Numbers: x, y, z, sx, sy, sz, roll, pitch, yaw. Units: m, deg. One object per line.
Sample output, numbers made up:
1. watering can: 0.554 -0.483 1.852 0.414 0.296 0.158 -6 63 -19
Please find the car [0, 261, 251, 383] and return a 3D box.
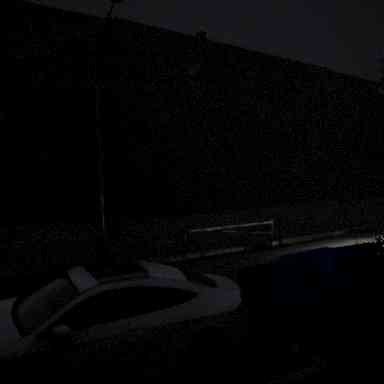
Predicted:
1. car: -1.323 1.783 4.573 4.674 1.452 2.002 0 2 -29
